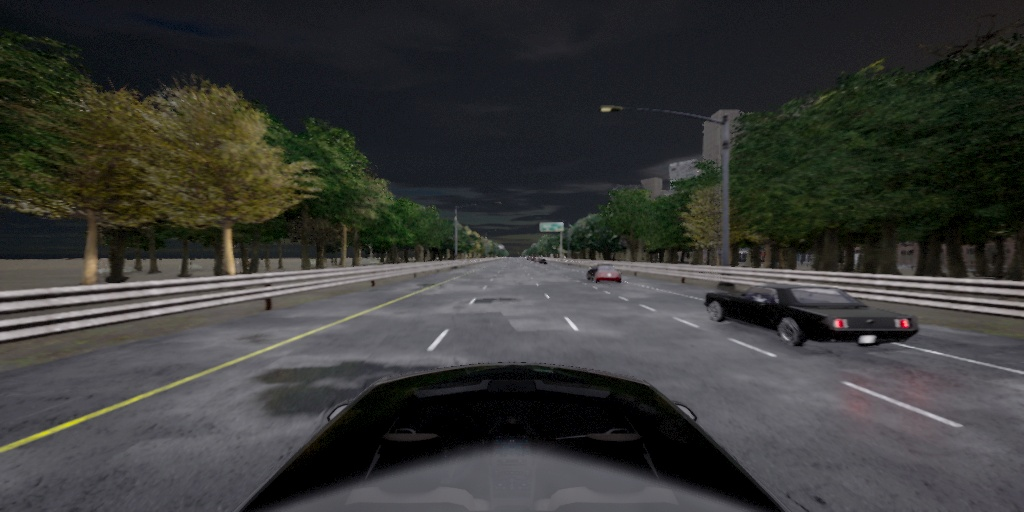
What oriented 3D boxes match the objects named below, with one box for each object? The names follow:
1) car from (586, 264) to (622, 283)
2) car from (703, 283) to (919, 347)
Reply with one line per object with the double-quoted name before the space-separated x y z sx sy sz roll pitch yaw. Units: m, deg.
"car" 7.037 1.339 27.909 1.994 1.385 4.181 0 0 0
"car" 7.001 1.356 9.281 1.895 1.301 4.718 0 0 0
